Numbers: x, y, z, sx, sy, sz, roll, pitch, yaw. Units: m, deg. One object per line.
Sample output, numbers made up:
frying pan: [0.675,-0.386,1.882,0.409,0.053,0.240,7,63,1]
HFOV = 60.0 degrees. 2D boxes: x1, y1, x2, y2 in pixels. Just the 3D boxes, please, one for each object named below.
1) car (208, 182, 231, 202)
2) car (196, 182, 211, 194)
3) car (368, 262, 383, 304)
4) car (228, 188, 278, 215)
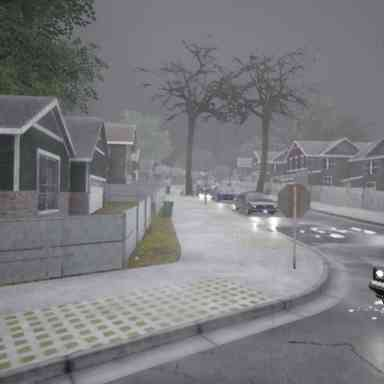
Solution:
car: [3.185,0.125,33.376,1.882,1.535,5.008,1,3,-6]
car: [1.642,-0.574,48.171,2.128,1.511,4.902,1,3,-6]
car: [5.636,1.542,6.597,4.718,1.301,1.895,-2,2,-32]
car: [4.261,0.689,23.173,2.033,1.411,5.357,1,3,-6]
